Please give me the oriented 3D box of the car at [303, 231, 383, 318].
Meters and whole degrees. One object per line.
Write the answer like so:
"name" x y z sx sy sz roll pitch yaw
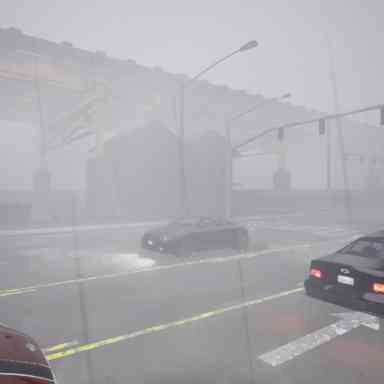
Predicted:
"car" 4.671 1.547 7.115 5.357 1.411 2.033 0 0 -35

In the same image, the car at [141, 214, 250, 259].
"car" 0.203 1.564 12.649 4.181 1.385 1.994 0 0 -35

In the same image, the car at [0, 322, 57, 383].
"car" -3.011 1.352 1.600 4.553 1.767 2.097 0 0 -36
